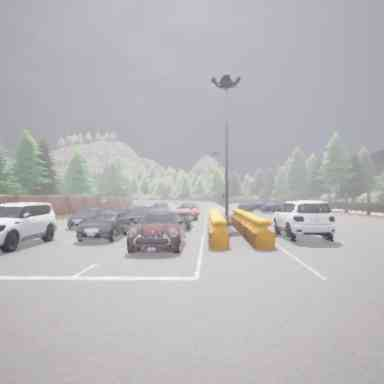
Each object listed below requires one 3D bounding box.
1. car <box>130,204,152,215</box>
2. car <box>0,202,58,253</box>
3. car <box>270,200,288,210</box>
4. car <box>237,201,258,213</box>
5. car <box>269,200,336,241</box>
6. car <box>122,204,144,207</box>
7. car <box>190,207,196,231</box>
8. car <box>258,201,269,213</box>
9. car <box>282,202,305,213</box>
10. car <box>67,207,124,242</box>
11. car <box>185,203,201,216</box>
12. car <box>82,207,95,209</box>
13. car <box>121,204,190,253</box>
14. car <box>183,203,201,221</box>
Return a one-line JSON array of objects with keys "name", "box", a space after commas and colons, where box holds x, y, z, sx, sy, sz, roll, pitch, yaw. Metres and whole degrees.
[{"name": "car", "box": [-6.763, 2.337, 44.602, 1.994, 1.385, 4.181, 0, -1, 4]}, {"name": "car", "box": [-8.372, 1.525, 15.604, 2.150, 2.045, 5.566, 0, -1, 3]}, {"name": "car", "box": [15.040, 2.237, 57.827, 2.097, 1.767, 4.553, 0, -1, 3]}, {"name": "car", "box": [7.549, 2.236, 47.055, 2.128, 1.511, 4.902, 0, -1, 3]}, {"name": "car", "box": [6.047, 1.501, 18.434, 2.150, 2.045, 5.566, 0, -1, 2]}, {"name": "car", "box": [-4.189, 2.037, 28.140, 2.033, 1.411, 5.357, 0, -1, 3]}, {"name": "car", "box": [-0.920, 2.002, 23.774, 1.895, 1.301, 4.718, 0, -1, 3]}, {"name": "car", "box": [11.060, 2.206, 47.180, 1.882, 1.535, 5.008, 0, -1, 3]}, {"name": "car", "box": [14.542, 2.215, 47.884, 2.128, 1.511, 4.902, 0, -1, 3]}, {"name": "car", "box": [-4.717, 1.823, 18.401, 2.128, 1.511, 4.902, 0, -1, 3]}, {"name": "car", "box": [0.196, 2.250, 43.711, 1.812, 1.442, 4.674, 0, -1, 3]}, {"name": "car", "box": [-7.835, 1.955, 25.505, 2.128, 1.511, 4.902, 0, -1, 3]}, {"name": "car", "box": [-1.405, 1.608, 14.803, 2.097, 1.767, 4.553, 0, -1, 3]}, {"name": "car", "box": [-0.389, 1.911, 33.493, 2.097, 1.767, 4.553, 0, -1, 3]}]
